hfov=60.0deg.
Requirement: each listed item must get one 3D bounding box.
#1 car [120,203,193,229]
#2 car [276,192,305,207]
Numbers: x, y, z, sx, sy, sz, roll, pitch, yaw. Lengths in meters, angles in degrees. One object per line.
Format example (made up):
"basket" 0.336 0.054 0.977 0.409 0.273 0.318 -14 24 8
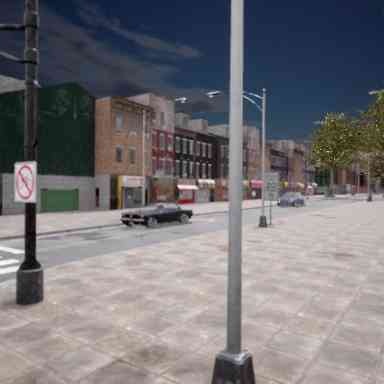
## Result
"car" -1.989 1.349 19.766 1.895 1.301 4.718 1 1 36
"car" 11.498 0.811 38.603 2.097 1.767 4.553 1 1 36
